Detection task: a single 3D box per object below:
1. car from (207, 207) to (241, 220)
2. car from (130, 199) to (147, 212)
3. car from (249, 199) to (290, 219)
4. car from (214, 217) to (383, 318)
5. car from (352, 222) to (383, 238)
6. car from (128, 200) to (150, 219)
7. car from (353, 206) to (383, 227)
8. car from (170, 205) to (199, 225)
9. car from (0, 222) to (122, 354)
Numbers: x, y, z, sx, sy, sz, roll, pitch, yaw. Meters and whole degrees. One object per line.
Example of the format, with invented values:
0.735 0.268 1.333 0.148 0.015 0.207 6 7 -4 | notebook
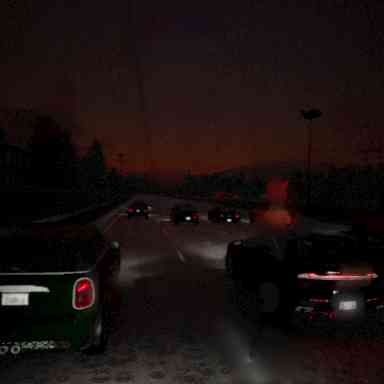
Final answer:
2.576 1.910 28.165 1.895 1.301 4.718 2 0 -9 | car
-6.762 1.676 42.369 1.994 1.385 4.181 2 0 -7 | car
6.255 1.776 27.297 2.097 1.767 4.553 2 0 -9 | car
2.164 1.626 7.786 2.128 1.511 4.902 2 0 -9 | car
5.297 1.860 10.423 1.895 1.301 4.718 2 0 -9 | car
-4.834 1.626 30.094 2.033 1.411 5.357 2 0 -8 | car
11.205 1.739 18.123 2.150 2.045 5.566 2 0 -9 | car
-0.611 1.711 25.869 1.812 1.442 4.674 2 0 -9 | car
-2.454 1.319 6.116 2.097 1.767 4.553 2 0 -9 | car
